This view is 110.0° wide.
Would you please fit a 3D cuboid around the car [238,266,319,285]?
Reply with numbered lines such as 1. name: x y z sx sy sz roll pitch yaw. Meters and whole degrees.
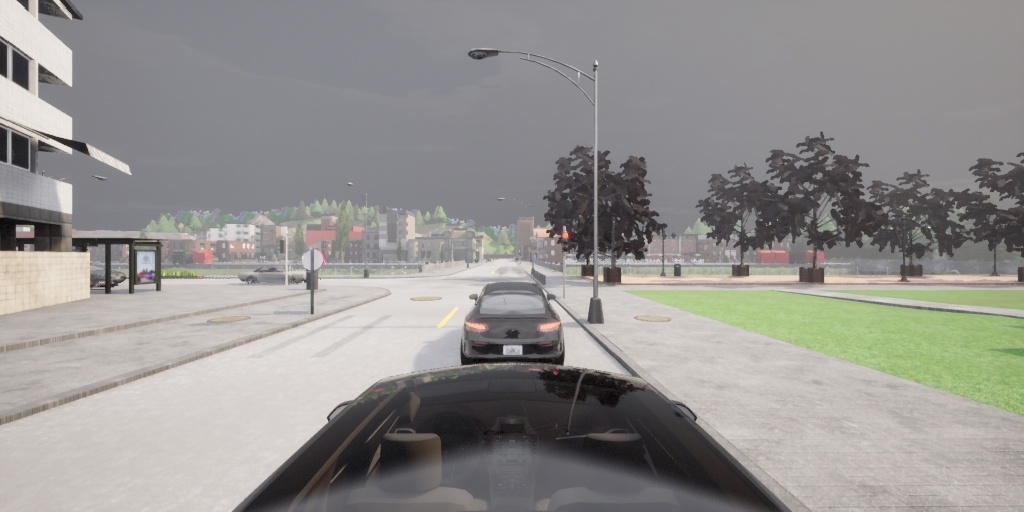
1. car: -16.374 1.351 25.349 4.718 1.301 1.895 0 0 0

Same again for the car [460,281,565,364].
1. car: 0.007 1.276 7.794 1.812 1.442 4.674 0 0 0

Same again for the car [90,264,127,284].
1. car: -30.108 1.276 25.244 4.674 1.442 1.812 0 0 0
